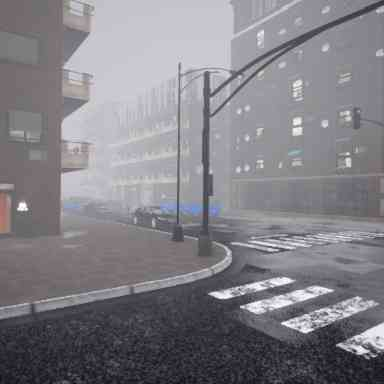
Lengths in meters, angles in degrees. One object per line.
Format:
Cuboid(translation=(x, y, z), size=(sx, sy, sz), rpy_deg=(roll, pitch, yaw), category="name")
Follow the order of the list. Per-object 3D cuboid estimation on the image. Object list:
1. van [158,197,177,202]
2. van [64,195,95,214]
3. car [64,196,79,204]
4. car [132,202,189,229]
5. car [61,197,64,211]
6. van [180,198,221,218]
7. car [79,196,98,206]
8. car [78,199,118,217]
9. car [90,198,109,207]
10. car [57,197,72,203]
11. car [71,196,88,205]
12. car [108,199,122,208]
Cuboid(translation=(-2.270, 1.450, 35.288), size=(1.690, 1.788, 3.998), rpy_deg=(1, -1, -35), category="van")
Cuboid(translation=(-11.933, 1.361, 35.420), size=(1.690, 1.788, 3.998), rpy_deg=(1, -1, -35), category="van")
Cuboid(translation=(-24.502, 1.614, 67.525), size=(1.967, 1.590, 4.097), rpy_deg=(1, -1, -35), category="car")
Cuboid(translation=(-2.407, 1.539, 21.603), size=(2.008, 1.369, 4.403), rpy_deg=(1, -1, -35), category="car")
Cuboid(translation=(-15.111, 1.580, 40.024), size=(2.008, 1.369, 4.403), rpy_deg=(1, -1, -35), category="car")
Cuboid(translation=(0.906, 1.439, 30.683), size=(1.690, 1.788, 3.998), rpy_deg=(1, -1, -35), category="van")
Cuboid(translation=(-18.150, 1.597, 58.314), size=(1.967, 1.590, 4.097), rpy_deg=(1, -1, -35), category="car")
Cuboid(translation=(-8.759, 1.591, 30.813), size=(1.802, 1.307, 4.206), rpy_deg=(1, -1, -35), category="car")
Cuboid(translation=(-14.976, 1.730, 53.708), size=(1.802, 1.307, 4.206), rpy_deg=(1, -1, -35), category="car")
Cuboid(translation=(-27.680, 1.727, 72.130), size=(1.887, 1.381, 4.507), rpy_deg=(1, -1, -35), category="car")
Cuboid(translation=(-21.326, 1.605, 62.920), size=(1.967, 1.590, 4.097), rpy_deg=(1, -1, -35), category="car")
Cuboid(translation=(-11.800, 1.683, 49.103), size=(1.887, 1.381, 4.507), rpy_deg=(1, -1, -35), category="car")
